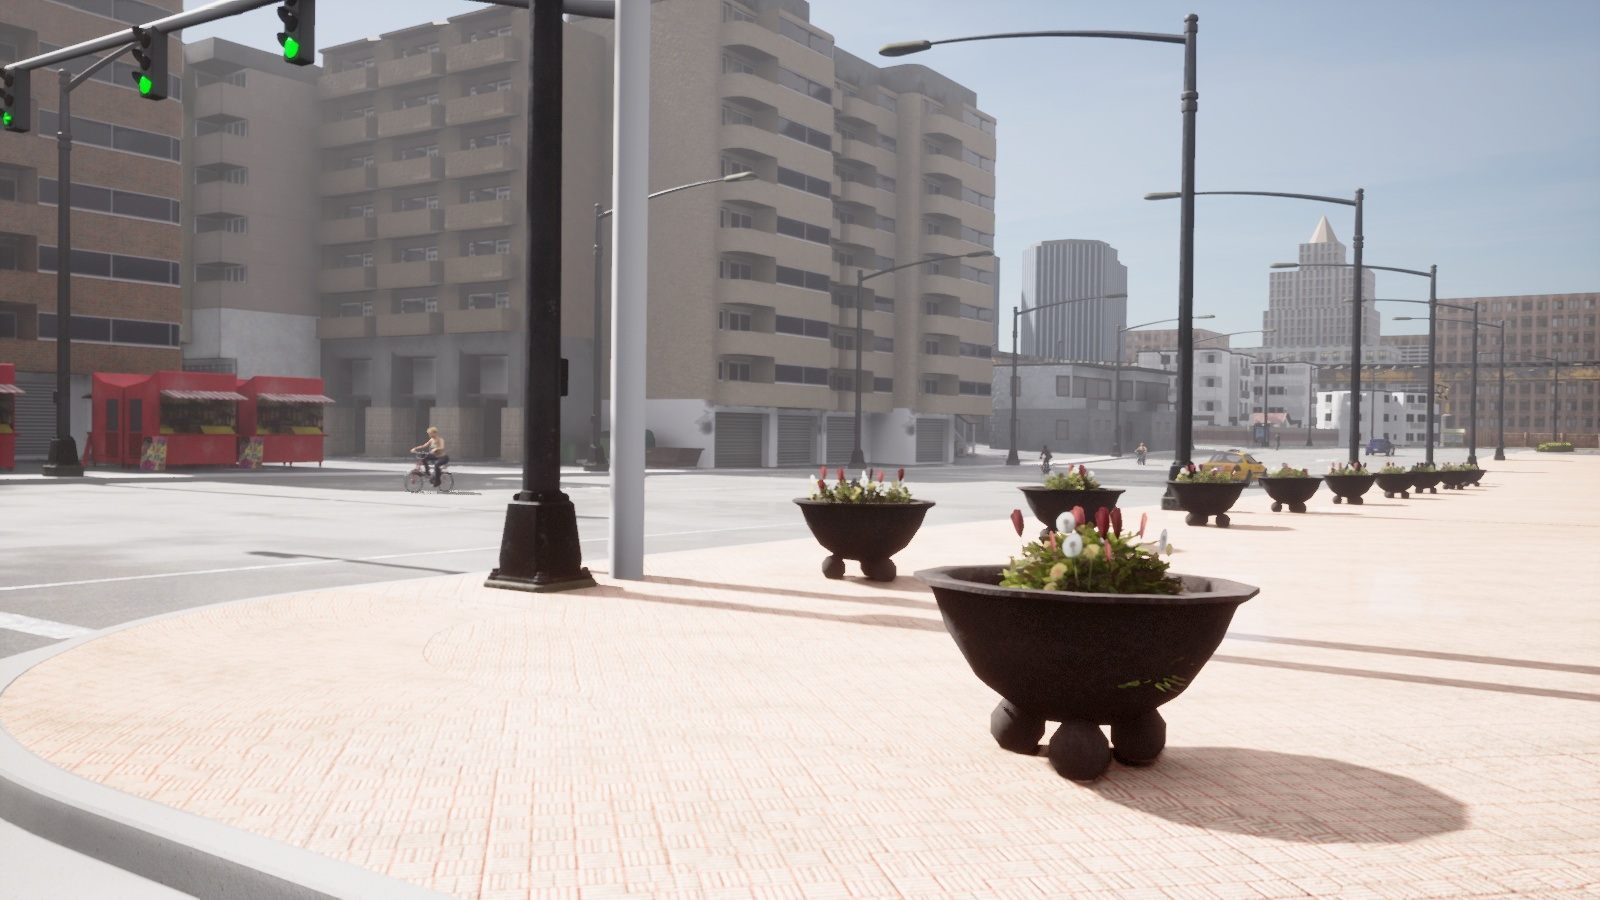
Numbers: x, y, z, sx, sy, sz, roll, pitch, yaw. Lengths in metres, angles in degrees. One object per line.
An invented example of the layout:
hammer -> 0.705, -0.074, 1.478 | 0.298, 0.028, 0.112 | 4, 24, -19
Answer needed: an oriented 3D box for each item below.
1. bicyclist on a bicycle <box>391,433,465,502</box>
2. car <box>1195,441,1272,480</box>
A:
bicyclist on a bicycle -> -9.018, 0.404, 30.496 | 0.866, 1.612, 1.509 | 0, 1, 33
car -> 18.487, 0.397, 53.400 | 1.801, 1.575, 5.366 | 0, 0, 33
